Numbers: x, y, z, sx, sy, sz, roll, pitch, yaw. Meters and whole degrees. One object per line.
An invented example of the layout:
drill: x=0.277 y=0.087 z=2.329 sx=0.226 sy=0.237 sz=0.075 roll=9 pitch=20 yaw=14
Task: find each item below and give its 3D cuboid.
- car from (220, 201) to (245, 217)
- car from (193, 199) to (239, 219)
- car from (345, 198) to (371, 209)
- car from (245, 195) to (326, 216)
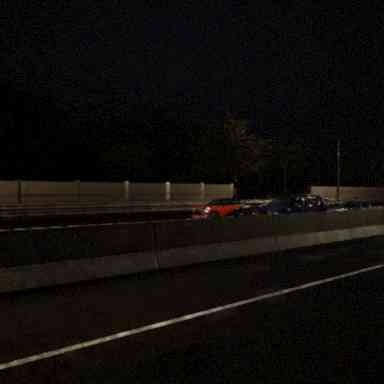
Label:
car: x=4.458 y=1.561 z=24.365 sx=4.181 sy=1.385 sz=1.994 roll=0 pitch=0 yaw=-35
car: x=2.254 y=1.349 z=27.092 sx=4.553 sy=1.767 sz=2.097 roll=0 pitch=0 yaw=-35
car: x=22.343 y=1.563 z=44.825 sx=4.181 sy=1.385 sz=1.994 roll=0 pitch=0 yaw=-38
car: x=6.351 y=1.219 z=21.419 sx=5.566 sy=2.045 sz=2.150 roll=0 pitch=0 yaw=-35
